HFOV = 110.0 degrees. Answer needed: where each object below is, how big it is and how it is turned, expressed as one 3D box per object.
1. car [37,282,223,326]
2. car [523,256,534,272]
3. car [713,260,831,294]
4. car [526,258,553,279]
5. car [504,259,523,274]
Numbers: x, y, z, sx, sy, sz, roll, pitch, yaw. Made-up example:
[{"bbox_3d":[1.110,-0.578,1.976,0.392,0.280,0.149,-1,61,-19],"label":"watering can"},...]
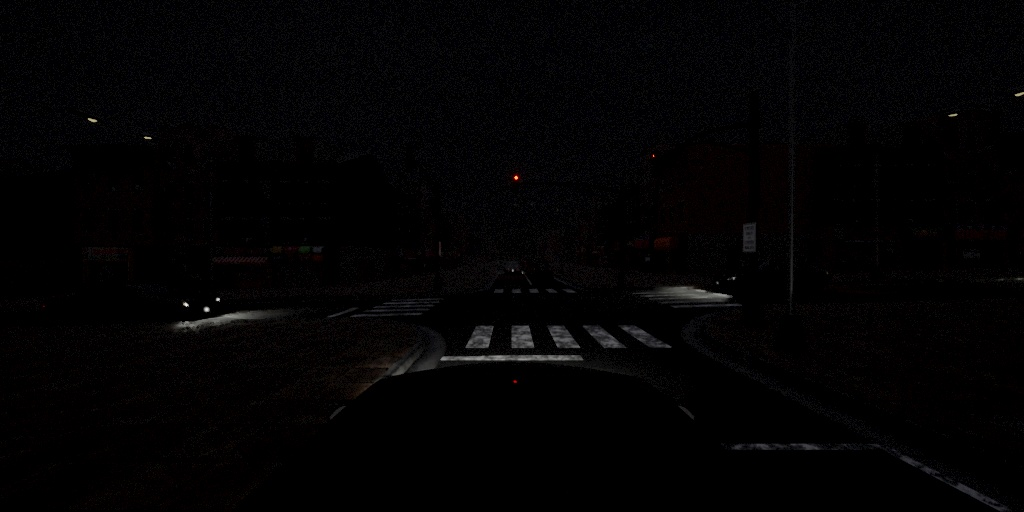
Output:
[{"bbox_3d":[-14.043,1.691,13.340,5.357,1.411,2.033,-2,0,0],"label":"car"},{"bbox_3d":[2.632,1.112,38.575,2.192,1.841,5.009,0,0,0],"label":"car"},{"bbox_3d":[11.792,0.900,16.416,4.674,1.442,1.812,-2,0,2],"label":"car"},{"bbox_3d":[2.633,1.225,33.174,1.967,1.591,4.097,0,0,0],"label":"car"},{"bbox_3d":[0.094,1.330,41.188,1.812,1.442,4.674,0,0,0],"label":"car"}]
